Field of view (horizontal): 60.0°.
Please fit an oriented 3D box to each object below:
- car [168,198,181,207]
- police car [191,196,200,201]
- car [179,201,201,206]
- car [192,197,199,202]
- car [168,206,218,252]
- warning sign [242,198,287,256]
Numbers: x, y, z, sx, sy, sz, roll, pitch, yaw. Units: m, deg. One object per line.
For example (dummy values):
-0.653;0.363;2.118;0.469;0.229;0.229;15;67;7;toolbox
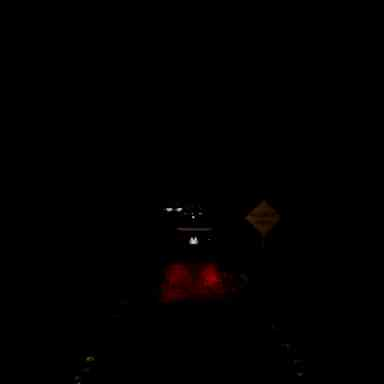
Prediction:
-2.790;1.736;53.371;1.882;1.535;5.008;0;-1;0;car
0.872;1.864;81.590;1.930;1.638;5.238;0;0;0;police car
0.079;1.724;28.141;1.895;1.301;4.718;0;0;0;car
0.877;2.035;91.479;1.812;1.442;4.674;0;0;0;car
0.076;1.548;14.142;2.128;1.511;4.902;0;0;0;car
2.460;1.161;11.475;1.300;1.860;1.060;0;0;0;warning sign
